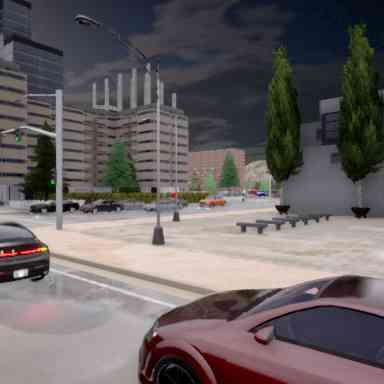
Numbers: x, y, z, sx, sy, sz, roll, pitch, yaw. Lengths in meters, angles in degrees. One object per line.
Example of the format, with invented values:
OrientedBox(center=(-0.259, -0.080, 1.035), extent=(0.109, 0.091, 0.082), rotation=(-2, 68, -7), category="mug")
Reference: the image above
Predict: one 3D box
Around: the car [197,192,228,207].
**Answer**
OrientedBox(center=(3.035, 1.345, 49.817), extent=(2.097, 1.767, 4.553), rotation=(0, 0, 40), category="car")

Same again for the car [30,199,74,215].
OrientedBox(center=(-14.302, 1.470, 34.783), extent=(1.882, 1.535, 5.008), rotation=(0, 0, 40), category="car")

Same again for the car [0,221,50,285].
OrientedBox(center=(-5.535, 1.503, 8.714), extent=(4.892, 1.490, 1.837), rotation=(0, 0, 40), category="car")

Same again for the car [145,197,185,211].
OrientedBox(center=(-3.365, 1.485, 42.281), extent=(2.128, 1.511, 4.902), rotation=(0, 0, 40), category="car")

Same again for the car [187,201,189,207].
OrientedBox(center=(-2.402, 1.556, 48.825), extent=(1.994, 1.385, 4.181), rotation=(0, 0, 41), category="car")

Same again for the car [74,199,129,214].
OrientedBox(center=(-9.446, 1.498, 35.102), extent=(1.837, 1.490, 4.892), rotation=(0, 0, 40), category="car")

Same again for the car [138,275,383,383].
OrientedBox(center=(1.446, 1.564, 3.208), extent=(4.181, 1.385, 1.994), rotation=(0, 0, 37), category="car")

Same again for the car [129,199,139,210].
OrientedBox(center=(-8.268, 1.593, 41.909), extent=(1.895, 1.301, 4.718), rotation=(0, 0, 40), category="car")

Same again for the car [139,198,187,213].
OrientedBox(center=(-3.137, 1.595, 36.826), extent=(1.895, 1.301, 4.718), rotation=(0, 0, 40), category="car")

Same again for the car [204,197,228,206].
OrientedBox(center=(4.072, 1.556, 56.426), extent=(1.994, 1.385, 4.181), rotation=(0, 0, 41), category="car")
